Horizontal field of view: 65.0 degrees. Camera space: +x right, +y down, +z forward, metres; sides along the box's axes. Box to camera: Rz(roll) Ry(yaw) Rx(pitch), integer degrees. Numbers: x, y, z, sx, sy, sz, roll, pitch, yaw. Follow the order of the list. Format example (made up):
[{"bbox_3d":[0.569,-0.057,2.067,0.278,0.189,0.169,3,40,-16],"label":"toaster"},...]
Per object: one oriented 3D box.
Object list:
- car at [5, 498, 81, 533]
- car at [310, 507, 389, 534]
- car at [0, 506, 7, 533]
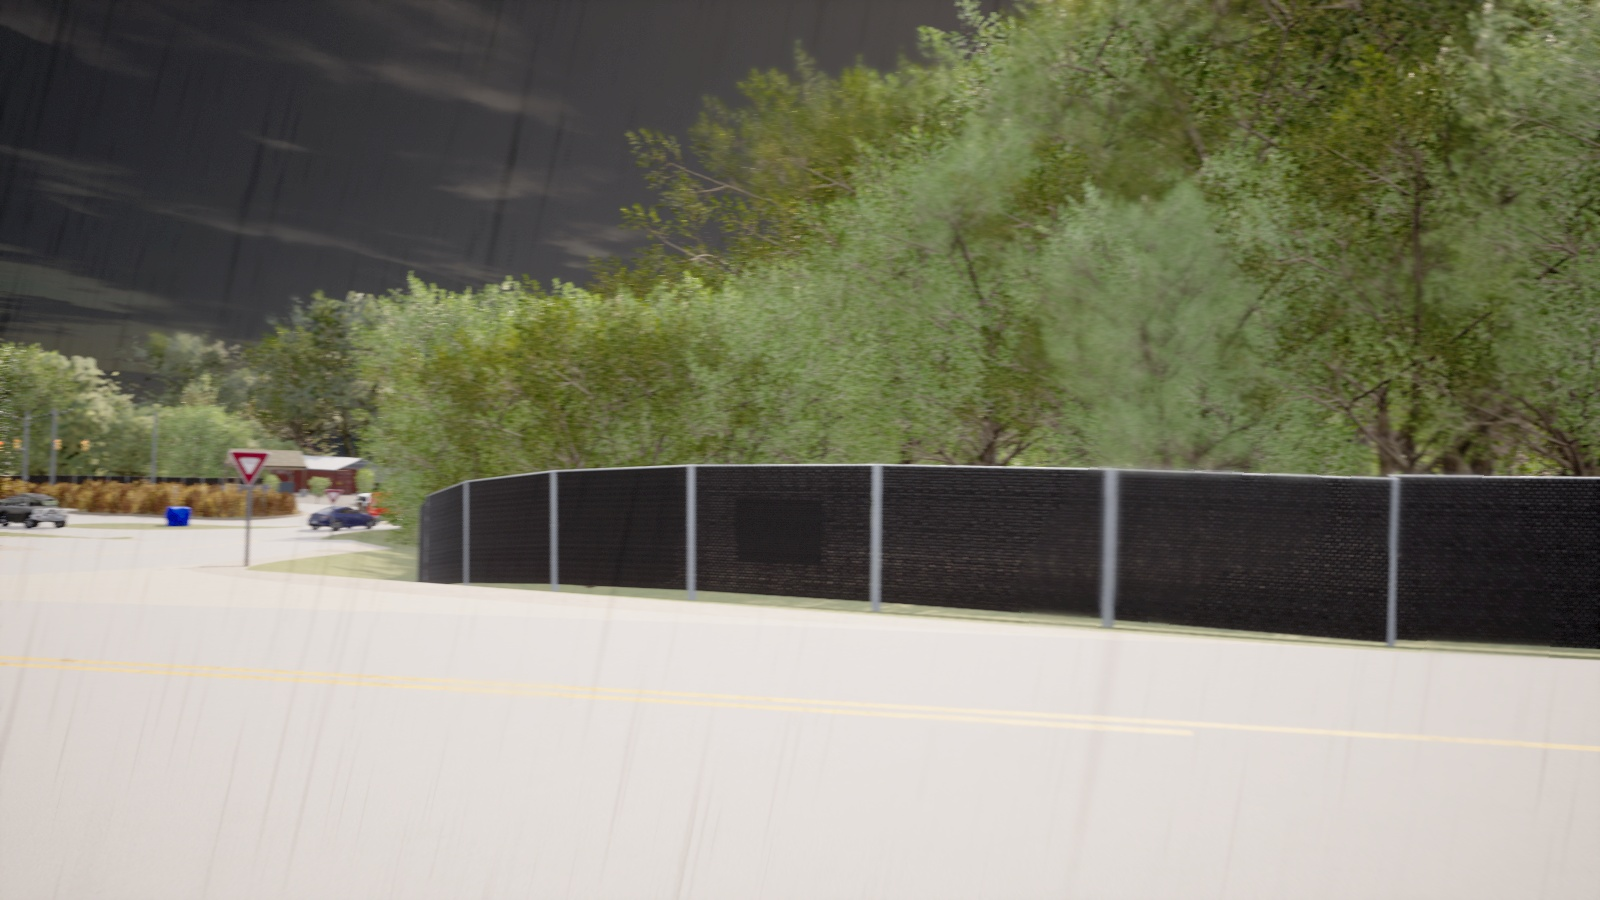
[{"bbox_3d":[-43.993,3.773,72.987,4.605,1.855,1.932,0,-2,33],"label":"car"},{"bbox_3d":[-27.404,4.275,76.537,1.812,1.442,4.674,1,-1,22],"label":"car"},{"bbox_3d":[-46.481,3.849,70.261,4.193,1.474,1.816,0,-1,31],"label":"car"}]
